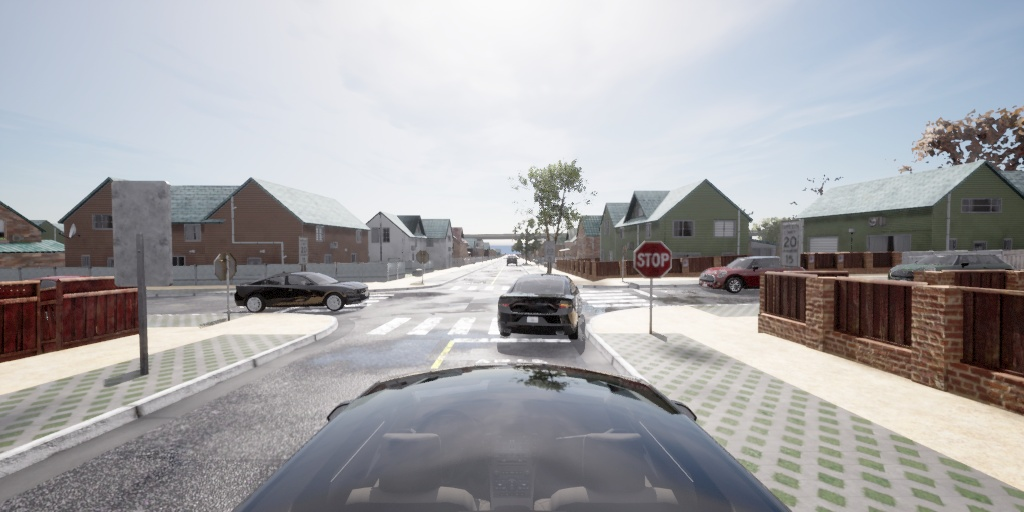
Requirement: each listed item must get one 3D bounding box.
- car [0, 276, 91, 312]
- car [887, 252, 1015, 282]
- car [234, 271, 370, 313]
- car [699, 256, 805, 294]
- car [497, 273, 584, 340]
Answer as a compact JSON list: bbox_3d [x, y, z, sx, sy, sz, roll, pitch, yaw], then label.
[{"bbox_3d":[-18.021,1.546,14.623,5.008,1.535,1.882,-1,2,0],"label":"car"},{"bbox_3d":[21.702,0.646,17.838,4.553,1.767,2.097,-1,2,0],"label":"car"},{"bbox_3d":[-8.468,1.376,14.685,5.008,1.535,1.882,-1,2,0],"label":"car"},{"bbox_3d":[11.807,0.820,17.767,4.553,1.767,2.097,-1,2,0],"label":"car"},{"bbox_3d":[0.958,1.224,10.158,1.882,1.535,5.008,0,0,12],"label":"car"}]
